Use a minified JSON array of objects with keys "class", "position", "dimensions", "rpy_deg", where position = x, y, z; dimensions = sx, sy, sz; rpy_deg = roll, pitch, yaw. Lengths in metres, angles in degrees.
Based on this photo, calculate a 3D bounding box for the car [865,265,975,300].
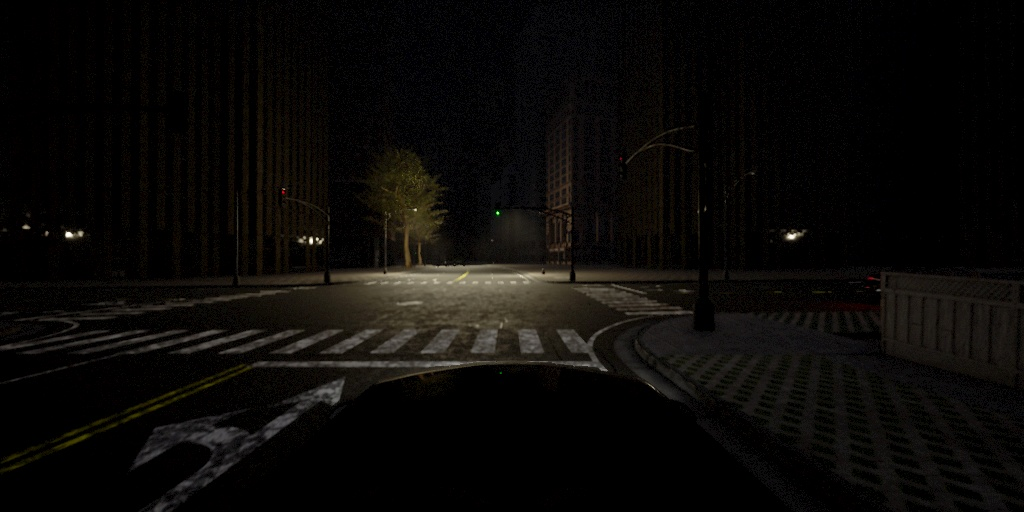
[{"class":"car","position":[16.867,1.107,14.086],"dimensions":[4.902,1.511,2.128],"rpy_deg":[-1,0,0]}]
